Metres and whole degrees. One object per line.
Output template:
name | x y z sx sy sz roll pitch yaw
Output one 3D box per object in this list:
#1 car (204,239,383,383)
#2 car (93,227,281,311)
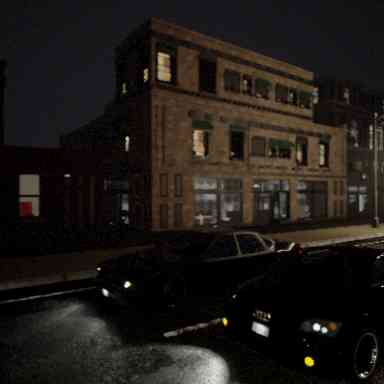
car | 2.511 1.610 5.473 4.181 1.385 1.994 1 0 -35
car | 0.488 1.592 8.023 5.357 1.411 2.033 1 0 -35
